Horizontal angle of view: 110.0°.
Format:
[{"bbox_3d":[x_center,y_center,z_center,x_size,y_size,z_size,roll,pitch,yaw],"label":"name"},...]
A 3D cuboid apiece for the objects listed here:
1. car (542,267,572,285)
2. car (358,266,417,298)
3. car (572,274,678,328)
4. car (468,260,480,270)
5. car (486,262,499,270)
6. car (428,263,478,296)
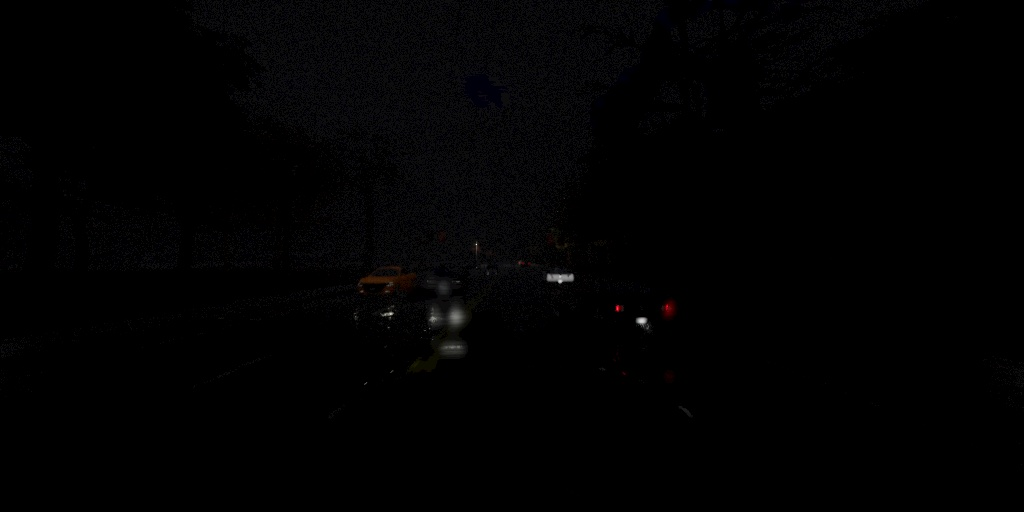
[{"bbox_3d":[3.345,1.478,27.017,1.895,1.301,4.718,0,0,0],"label":"car"},{"bbox_3d":[-6.602,1.307,19.463,1.882,1.535,5.008,0,0,0],"label":"car"},{"bbox_3d":[3.348,1.390,11.474,1.895,1.301,4.718,0,0,0],"label":"car"},{"bbox_3d":[-6.553,1.489,60.669,2.097,1.767,4.553,0,-1,1],"label":"car"},{"bbox_3d":[-3.292,1.745,61.395,1.895,1.301,4.718,0,-1,1],"label":"car"},{"bbox_3d":[-3.353,1.324,20.044,2.128,1.511,4.902,0,0,0],"label":"car"}]
